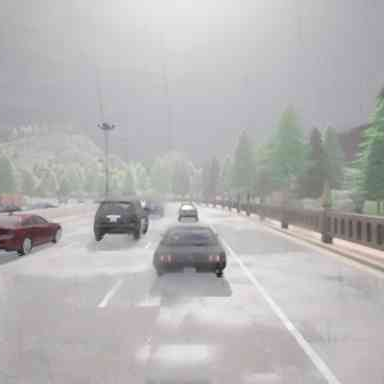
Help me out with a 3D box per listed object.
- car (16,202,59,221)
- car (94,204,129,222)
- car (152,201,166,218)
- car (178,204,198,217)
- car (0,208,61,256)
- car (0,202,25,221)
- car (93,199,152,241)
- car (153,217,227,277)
[{"bbox_3d":[-14.588,1.792,31.792,1.882,1.535,5.008,0,-1,-1],"label":"car"},{"bbox_3d":[-7.370,1.851,31.164,2.033,1.411,5.357,0,-1,-1],"label":"car"},{"bbox_3d":[-3.927,1.689,34.849,2.097,1.767,4.553,0,-1,-1],"label":"car"},{"bbox_3d":[-0.370,1.848,31.224,2.033,1.411,5.357,0,-1,-1],"label":"car"},{"bbox_3d":[-7.110,1.616,13.828,1.882,1.535,5.008,0,-1,-1],"label":"car"},{"bbox_3d":[-18.086,1.805,31.517,2.128,1.511,4.902,0,-1,-1],"label":"car"},{"bbox_3d":[-3.672,1.399,18.004,2.150,2.045,5.566,0,0,-1],"label":"car"},{"bbox_3d":[-0.069,1.703,10.549,1.895,1.301,4.718,0,-1,-1],"label":"car"}]
